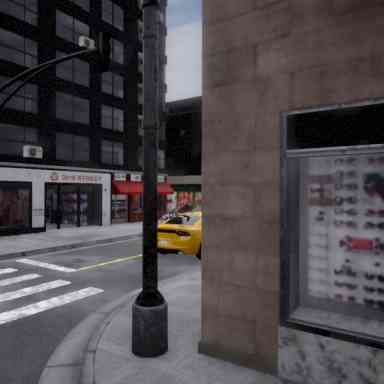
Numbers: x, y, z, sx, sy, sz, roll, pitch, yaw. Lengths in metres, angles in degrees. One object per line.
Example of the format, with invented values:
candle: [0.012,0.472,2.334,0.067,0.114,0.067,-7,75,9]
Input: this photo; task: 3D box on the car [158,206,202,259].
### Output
car: [0.465,1.501,12.864,1.882,1.535,5.008,0,0,33]

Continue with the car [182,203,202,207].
car: [0.210,1.372,17.655,2.097,1.767,4.553,0,0,33]
